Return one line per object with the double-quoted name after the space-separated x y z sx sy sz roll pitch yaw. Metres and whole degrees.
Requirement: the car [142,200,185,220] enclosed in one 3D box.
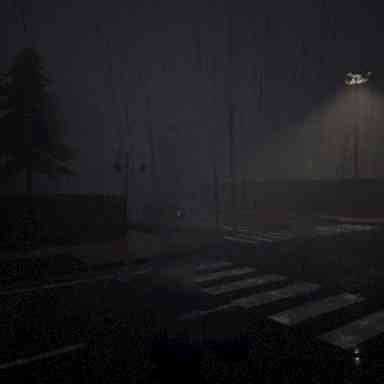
-2.430 1.458 27.772 2.128 1.511 4.902 0 0 -35 "car"
